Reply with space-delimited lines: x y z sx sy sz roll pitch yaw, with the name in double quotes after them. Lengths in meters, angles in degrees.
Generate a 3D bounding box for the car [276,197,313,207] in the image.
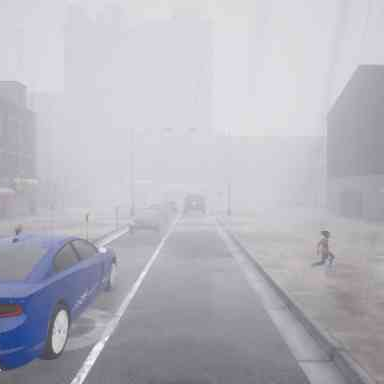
14.208 1.454 46.172 4.902 1.511 2.128 0 0 0 "car"

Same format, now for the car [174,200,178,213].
-2.455 1.561 35.682 1.947 1.339 4.313 0 0 0 "car"

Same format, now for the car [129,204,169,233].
-2.540 1.580 19.326 1.802 1.307 4.206 0 0 0 "car"

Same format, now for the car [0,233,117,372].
-2.720 1.477 5.965 1.882 1.535 5.008 0 0 0 "car"

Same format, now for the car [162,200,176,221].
-2.511 1.563 24.778 1.947 1.339 4.313 0 0 0 "car"

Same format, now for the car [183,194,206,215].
0.282 1.217 34.627 2.150 2.045 5.566 0 0 1 "car"

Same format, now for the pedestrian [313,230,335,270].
3.564 1.143 8.932 0.375 1.860 0.375 0 0 0 "pedestrian"
